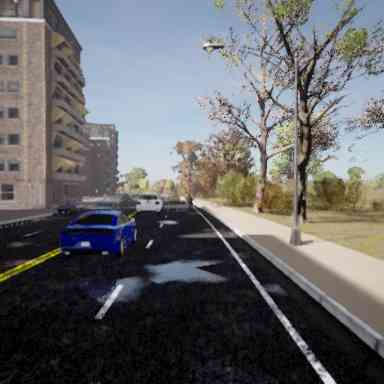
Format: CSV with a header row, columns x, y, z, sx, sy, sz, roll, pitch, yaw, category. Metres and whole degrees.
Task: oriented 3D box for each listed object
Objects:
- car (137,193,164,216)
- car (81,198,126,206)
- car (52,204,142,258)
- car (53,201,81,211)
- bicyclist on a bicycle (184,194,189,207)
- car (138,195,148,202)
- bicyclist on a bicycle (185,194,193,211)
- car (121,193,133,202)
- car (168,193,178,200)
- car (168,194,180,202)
x,y,z,sx,sy,sz,roll,pitch,yaw,category
-3.913,1.104,31.277,2.150,2.045,5.566,0,0,-3,car
-7.200,1.448,27.622,2.033,1.411,5.357,0,0,-2,car
-3.301,1.433,12.614,1.882,1.535,5.008,0,0,-1,car
-10.513,1.463,28.906,1.994,1.385,4.181,0,0,-2,car
-0.746,1.185,46.676,0.659,1.776,1.843,0,0,-4,bicyclist on a bicycle
-9.976,1.327,68.236,1.895,1.301,4.718,0,0,-6,car
-0.137,1.308,36.766,0.582,1.620,1.656,0,0,-3,bicyclist on a bicycle
-13.145,1.088,67.278,2.097,1.767,4.553,0,0,-6,car
-4.726,1.123,80.254,2.128,1.511,4.902,0,0,-7,car
-3.584,1.198,69.639,1.882,1.535,5.008,0,0,-6,car
